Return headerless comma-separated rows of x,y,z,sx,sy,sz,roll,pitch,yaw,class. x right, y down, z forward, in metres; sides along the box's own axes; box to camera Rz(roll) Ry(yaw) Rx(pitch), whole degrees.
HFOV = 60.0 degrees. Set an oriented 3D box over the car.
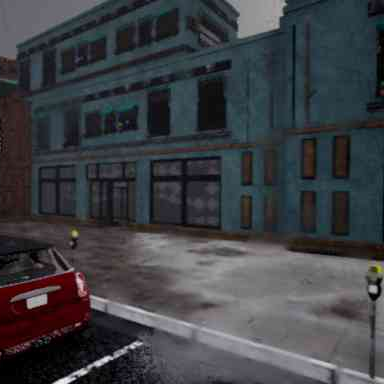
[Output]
-3.573,1.430,5.416,4.097,1.590,1.967,0,1,35,car
